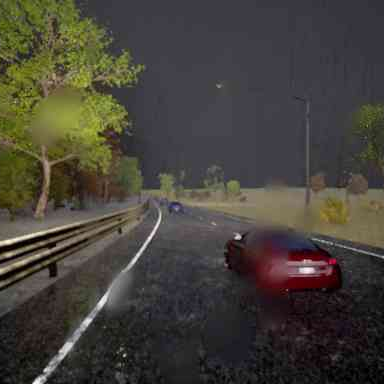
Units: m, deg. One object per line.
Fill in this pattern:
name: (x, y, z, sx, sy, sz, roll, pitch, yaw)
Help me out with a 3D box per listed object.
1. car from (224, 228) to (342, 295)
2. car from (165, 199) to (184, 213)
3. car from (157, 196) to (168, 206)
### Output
car: (2.199, 1.673, 9.103, 1.994, 1.385, 4.181, 0, -1, -7)
car: (-2.204, 1.998, 43.522, 1.812, 1.442, 4.674, 0, -1, -7)
car: (-6.056, 2.109, 73.708, 2.097, 1.767, 4.553, 0, -1, -7)
